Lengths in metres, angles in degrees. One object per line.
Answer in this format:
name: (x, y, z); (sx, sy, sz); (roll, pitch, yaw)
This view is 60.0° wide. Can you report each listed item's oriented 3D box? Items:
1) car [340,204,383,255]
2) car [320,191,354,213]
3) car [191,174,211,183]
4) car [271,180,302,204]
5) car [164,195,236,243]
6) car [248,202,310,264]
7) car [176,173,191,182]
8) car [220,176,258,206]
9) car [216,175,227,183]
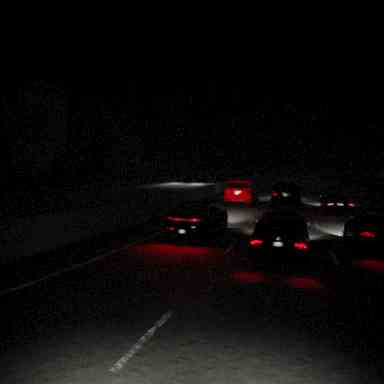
car: (7.071, 1.463, 12.643); (1.994, 1.385, 4.181); (2, 3, 17)
car: (10.333, 0.670, 23.831); (2.033, 1.411, 5.357); (2, 5, 16)
car: (2.028, -2.383, 57.729); (2.128, 1.511, 4.902); (2, 5, 17)
car: (7.492, 0.082, 26.468); (2.150, 2.045, 5.566); (2, 6, 17)
car: (0.335, 1.131, 14.523); (2.128, 1.511, 4.902); (2, 3, 17)
car: (3.101, 1.399, 11.606); (2.033, 1.411, 5.357); (2, 3, 17)
car: (-1.348, -2.507, 58.634); (2.128, 1.511, 4.902); (2, 5, 17)
car: (4.150, -0.053, 27.500); (2.150, 2.045, 5.566); (2, 6, 17)
car: (5.429, -2.194, 56.912); (1.994, 1.385, 4.181); (2, 5, 17)
